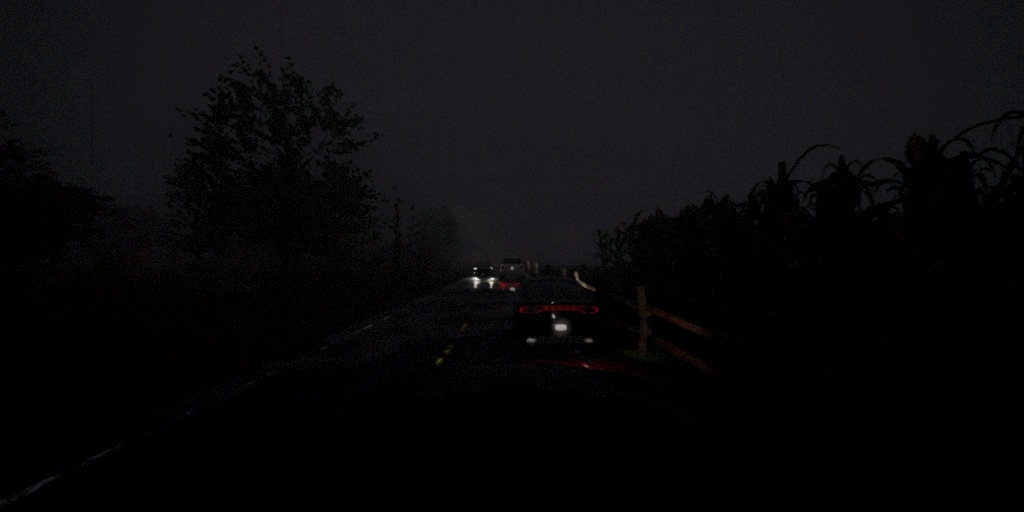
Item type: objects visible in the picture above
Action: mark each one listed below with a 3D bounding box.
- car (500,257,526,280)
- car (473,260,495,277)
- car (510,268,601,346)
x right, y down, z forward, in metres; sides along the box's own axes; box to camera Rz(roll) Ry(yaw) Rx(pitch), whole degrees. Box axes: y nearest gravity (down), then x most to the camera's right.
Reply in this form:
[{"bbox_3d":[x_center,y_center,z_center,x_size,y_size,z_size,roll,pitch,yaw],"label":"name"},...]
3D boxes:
[{"bbox_3d":[0.050,1.089,33.002,2.150,2.045,5.566,0,0,1],"label":"car"},{"bbox_3d":[-2.851,1.233,37.361,2.097,1.767,4.553,0,0,0],"label":"car"},{"bbox_3d":[0.961,1.261,9.523,1.882,1.535,5.008,0,0,0],"label":"car"}]
